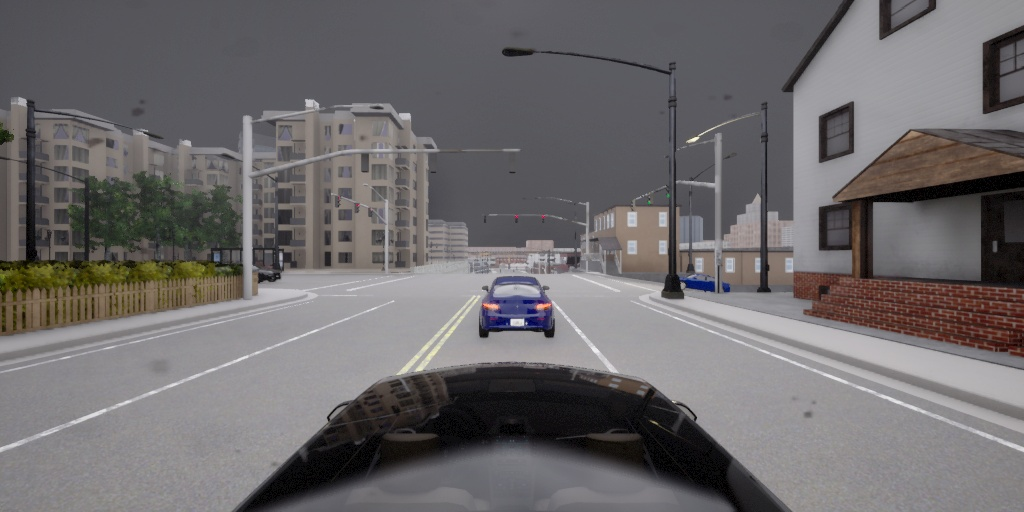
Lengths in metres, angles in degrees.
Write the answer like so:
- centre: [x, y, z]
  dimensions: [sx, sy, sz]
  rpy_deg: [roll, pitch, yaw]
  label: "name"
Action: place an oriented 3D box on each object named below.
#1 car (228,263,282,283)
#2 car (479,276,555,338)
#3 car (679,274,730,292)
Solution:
- centre: [-19.801, 1.258, 26.593]
  dimensions: [4.892, 1.490, 1.837]
  rpy_deg: [0, 0, 1]
  label: "car"
- centre: [0.110, 1.277, 10.097]
  dimensions: [1.812, 1.442, 4.674]
  rpy_deg: [0, 0, 0]
  label: "car"
- centre: [15.377, 2.212, 29.781]
  dimensions: [5.008, 1.535, 1.882]
  rpy_deg: [9, 0, 1]
  label: "car"
